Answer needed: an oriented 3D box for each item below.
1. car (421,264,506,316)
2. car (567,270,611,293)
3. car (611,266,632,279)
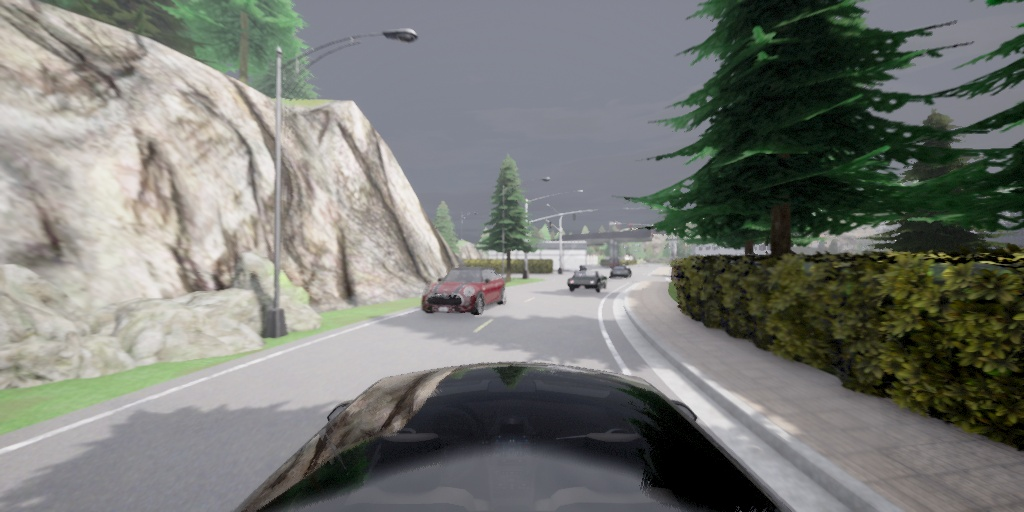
[{"bbox_3d":[-1.742,1.228,14.240,2.097,1.767,4.553,0,-1,15],"label":"car"},{"bbox_3d":[5.011,1.593,23.318,1.895,1.301,4.718,0,-1,22],"label":"car"},{"bbox_3d":[12.159,1.753,39.959,1.994,1.385,4.181,0,-1,24],"label":"car"}]
